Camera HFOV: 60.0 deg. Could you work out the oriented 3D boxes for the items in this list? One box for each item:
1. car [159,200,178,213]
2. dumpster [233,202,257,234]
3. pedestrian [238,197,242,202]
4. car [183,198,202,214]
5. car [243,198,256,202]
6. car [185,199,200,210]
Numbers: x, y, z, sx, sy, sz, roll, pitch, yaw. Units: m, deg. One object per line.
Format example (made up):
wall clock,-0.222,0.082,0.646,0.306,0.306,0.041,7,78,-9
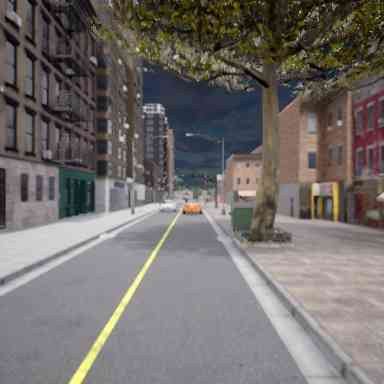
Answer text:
car,-2.836,1.693,40.365,1.812,1.442,4.674,0,-1,0
dumpster,3.001,1.420,18.991,1.020,1.700,1.940,0,0,0
pedestrian,2.956,1.170,19.988,0.375,1.860,0.375,0,0,-10
car,0.049,1.495,37.665,2.097,1.767,4.553,0,0,0
car,10.785,1.921,54.289,5.009,1.841,2.192,1,-1,0
car,0.118,1.752,47.398,1.837,1.490,4.892,0,-1,4
